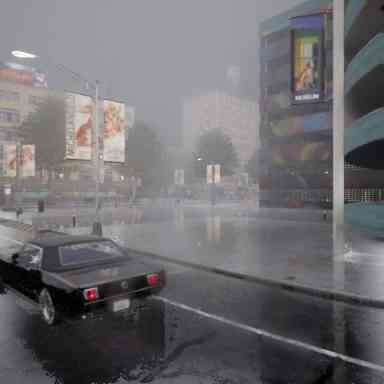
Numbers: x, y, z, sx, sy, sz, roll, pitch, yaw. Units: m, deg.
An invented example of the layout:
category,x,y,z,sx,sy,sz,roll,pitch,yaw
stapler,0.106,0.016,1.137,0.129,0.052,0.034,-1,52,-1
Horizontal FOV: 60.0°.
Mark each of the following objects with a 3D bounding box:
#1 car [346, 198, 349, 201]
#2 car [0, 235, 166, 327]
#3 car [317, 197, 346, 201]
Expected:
category,x,y,z,sx,sy,sz,roll,pitch,yaw
car,23.629,1.413,53.837,4.786,1.482,2.161,0,0,-42
car,-2.754,1.601,7.112,4.718,1.301,1.895,0,0,44
car,17.393,1.320,42.573,4.674,1.452,2.002,0,0,-42
